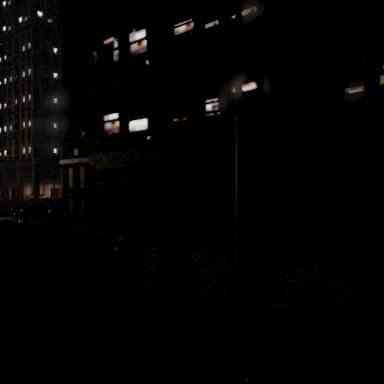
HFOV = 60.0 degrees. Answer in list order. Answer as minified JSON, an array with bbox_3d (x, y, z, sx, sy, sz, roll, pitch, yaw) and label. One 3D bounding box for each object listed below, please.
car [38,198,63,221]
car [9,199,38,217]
[{"bbox_3d":[-8.084,1.263,23.366,1.947,1.339,4.313,1,1,35],"label":"car"},{"bbox_3d":[-12.123,1.245,27.707,2.033,1.411,5.357,0,1,35],"label":"car"}]
